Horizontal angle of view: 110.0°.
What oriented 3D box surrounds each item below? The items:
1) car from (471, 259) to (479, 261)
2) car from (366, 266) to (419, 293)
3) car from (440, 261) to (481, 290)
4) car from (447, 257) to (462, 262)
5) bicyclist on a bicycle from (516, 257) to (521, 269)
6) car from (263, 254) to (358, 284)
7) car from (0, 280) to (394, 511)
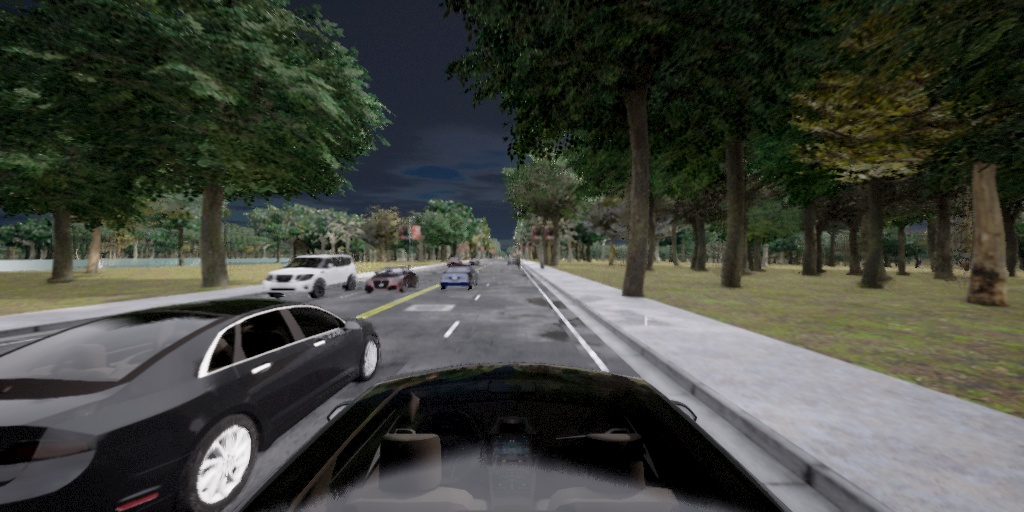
[{"bbox_3d":[-6.519,1.166,62.350,2.033,1.411,5.357,0,0,1],"label":"car"},{"bbox_3d":[-6.597,1.269,20.058,1.994,1.385,4.181,0,0,0],"label":"car"},{"bbox_3d":[-3.151,1.249,22.155,2.033,1.411,5.357,0,0,0],"label":"car"},{"bbox_3d":[-9.775,0.974,61.018,2.097,1.767,4.553,0,0,1],"label":"car"},{"bbox_3d":[0.895,1.107,46.064,0.582,1.620,1.656,0,0,0],"label":"bicyclist on a bicycle"},{"bbox_3d":[-9.847,0.931,18.135,2.150,2.045,5.566,0,0,0],"label":"car"},{"bbox_3d":[-3.151,1.248,4.218,1.837,1.490,4.892,0,0,0],"label":"car"}]
